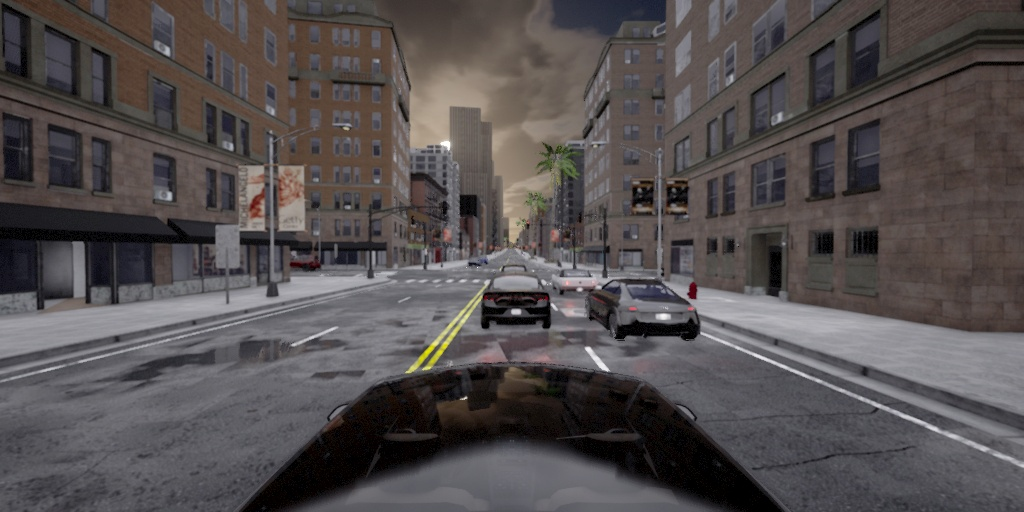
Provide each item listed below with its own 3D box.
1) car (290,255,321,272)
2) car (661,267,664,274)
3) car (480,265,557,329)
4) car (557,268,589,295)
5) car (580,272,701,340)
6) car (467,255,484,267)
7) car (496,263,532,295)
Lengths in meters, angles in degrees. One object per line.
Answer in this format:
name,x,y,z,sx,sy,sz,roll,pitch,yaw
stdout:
car,-23.856,0.788,39.575,5.009,1.841,2.192,0,0,-9
car,16.241,1.471,34.041,4.313,1.339,1.948,0,0,0
car,0.109,1.214,11.252,1.882,1.535,5.008,0,0,0
car,3.268,1.326,19.460,1.895,1.301,4.718,0,0,0
car,3.342,1.302,9.908,1.994,1.385,4.181,0,0,0
car,-6.493,1.018,62.085,2.097,1.767,4.553,0,0,1
car,0.119,1.228,20.665,1.837,1.490,4.892,0,0,0
